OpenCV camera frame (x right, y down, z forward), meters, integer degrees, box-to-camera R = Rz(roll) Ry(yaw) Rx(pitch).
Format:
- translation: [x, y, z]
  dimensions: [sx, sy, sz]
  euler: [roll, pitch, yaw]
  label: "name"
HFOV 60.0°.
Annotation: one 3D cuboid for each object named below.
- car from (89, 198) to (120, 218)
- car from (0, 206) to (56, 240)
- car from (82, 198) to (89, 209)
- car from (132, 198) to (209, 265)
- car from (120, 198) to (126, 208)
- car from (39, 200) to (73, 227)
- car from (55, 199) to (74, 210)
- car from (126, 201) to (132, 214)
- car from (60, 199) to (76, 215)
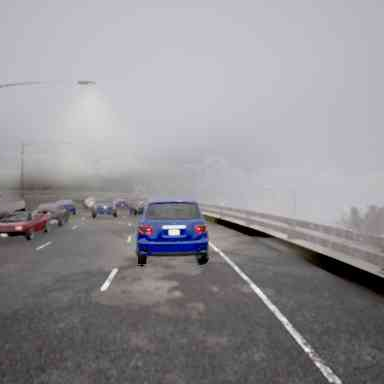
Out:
- translation: [-8.181, 1.363, 30.880]
  dimensions: [2.097, 1.767, 4.553]
  euler: [0, 0, -18]
  label: "car"
- translation: [-8.613, 1.629, 16.856]
  dimensions: [1.895, 1.301, 4.718]
  euler: [0, 0, -9]
  label: "car"
- translation: [-13.814, 1.550, 45.605]
  dimensions: [1.812, 1.442, 4.674]
  euler: [0, 0, -25]
  label: "car"
- translation: [-0.805, 1.212, 11.846]
  dimensions: [2.150, 2.045, 5.566]
  euler: [0, 0, -7]
  label: "car"
- translation: [-10.183, 1.529, 46.105]
  dimensions: [1.812, 1.442, 4.674]
  euler: [0, 0, -24]
  label: "car"
- translation: [-9.653, 1.533, 22.922]
  dimensions: [1.837, 1.490, 4.892]
  euler: [0, 0, -13]
  label: "car"
- translation: [-16.875, 1.608, 43.924]
  dimensions: [1.994, 1.385, 4.181]
  euler: [0, 0, -25]
  label: "car"
- translation: [-4.893, 1.591, 32.067]
  dimensions: [1.895, 1.301, 4.718]
  euler: [0, 0, -18]
  label: "car"
- translation: [-13.036, 1.510, 34.407]
  dimensions: [1.882, 1.535, 5.008]
  euler: [0, 0, -20]
  label: "car"
